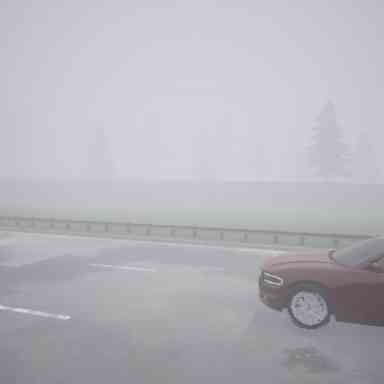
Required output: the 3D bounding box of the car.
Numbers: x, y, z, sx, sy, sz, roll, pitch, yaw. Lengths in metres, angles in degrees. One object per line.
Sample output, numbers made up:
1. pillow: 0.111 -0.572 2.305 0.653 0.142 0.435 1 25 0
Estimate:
1. car: 3.697 1.475 5.687 5.008 1.535 1.882 1 1 19
